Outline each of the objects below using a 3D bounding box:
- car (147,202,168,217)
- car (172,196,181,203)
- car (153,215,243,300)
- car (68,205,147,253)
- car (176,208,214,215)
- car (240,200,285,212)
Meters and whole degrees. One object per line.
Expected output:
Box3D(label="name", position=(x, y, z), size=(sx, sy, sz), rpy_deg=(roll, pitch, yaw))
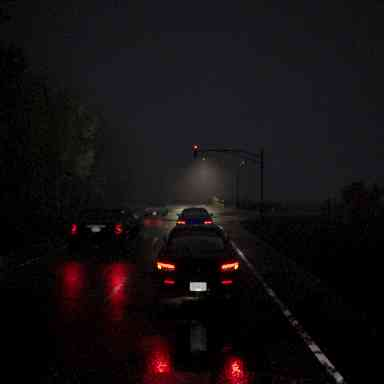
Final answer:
Box3D(label="car", position=(-3.322, 1.607, 31.882), size=(1.895, 1.301, 4.718), rpy_deg=(0, 0, 0))
Box3D(label="car", position=(-3.271, 1.547, 71.056), size=(2.033, 1.411, 5.357), rpy_deg=(0, 0, 0))
Box3D(label="car", position=(0.119, 1.528, 8.251), size=(1.812, 1.442, 4.674), rpy_deg=(0, 0, 0))
Box3D(label="car", position=(-3.366, 1.354, 13.778), size=(2.097, 1.767, 4.553), rpy_deg=(0, 0, 0))
Box3D(label="car", position=(0.140, 1.530, 17.125), size=(1.812, 1.442, 4.674), rpy_deg=(0, 0, 0))
Box3D(label="car", position=(8.585, 1.715, 40.657), size=(5.357, 1.411, 2.033), rpy_deg=(0, -1, 16))
